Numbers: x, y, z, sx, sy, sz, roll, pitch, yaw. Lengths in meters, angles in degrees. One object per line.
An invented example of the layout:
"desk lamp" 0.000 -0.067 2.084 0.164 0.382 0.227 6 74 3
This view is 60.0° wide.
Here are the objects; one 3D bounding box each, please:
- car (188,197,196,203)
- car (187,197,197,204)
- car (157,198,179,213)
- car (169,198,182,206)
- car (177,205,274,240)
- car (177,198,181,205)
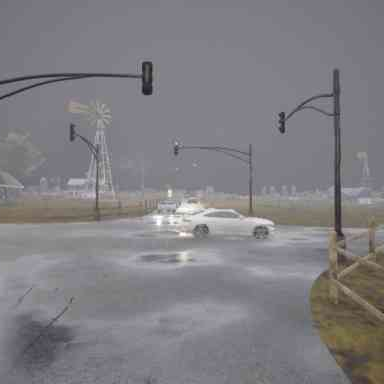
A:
"car" -0.041 1.860 79.163 1.812 1.442 4.674 0 0 0
"car" 0.057 1.788 69.151 1.812 1.442 4.674 0 0 0
"car" -2.865 1.690 38.199 1.895 1.301 4.718 0 0 0
"car" -2.843 1.745 59.146 2.033 1.411 5.357 0 0 0
"car" 1.753 1.558 16.739 4.674 1.442 1.812 1 0 0
"car" -2.860 1.643 48.582 1.837 1.490 4.892 0 0 0
